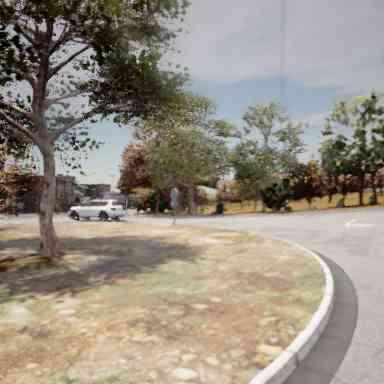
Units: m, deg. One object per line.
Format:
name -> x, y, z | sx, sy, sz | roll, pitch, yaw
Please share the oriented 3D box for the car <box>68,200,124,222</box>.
car -> -9.302, 1.769, 32.406 | 5.566, 2.045, 2.150 | -1, -1, 20
